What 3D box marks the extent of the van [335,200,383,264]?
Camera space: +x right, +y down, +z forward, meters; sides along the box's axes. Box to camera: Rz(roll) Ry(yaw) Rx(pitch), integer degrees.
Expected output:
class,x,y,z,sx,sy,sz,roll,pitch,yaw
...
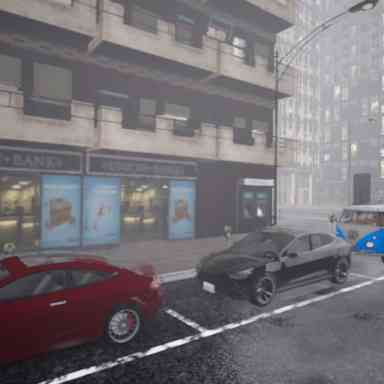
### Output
class,x,y,z,sx,sy,sz,roll,pitch,yaw
van,6.542,1.328,11.368,3.998,1.788,1.690,0,1,-35

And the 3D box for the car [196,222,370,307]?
class,x,y,z,sx,sy,sz,roll,pitch,yaw
car,2.127,1.559,8.017,4.313,1.339,1.947,0,1,-35

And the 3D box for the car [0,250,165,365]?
class,x,y,z,sx,sy,sz,roll,pitch,yaw
car,-2.384,1.582,4.801,4.206,1.307,1.802,0,1,-35

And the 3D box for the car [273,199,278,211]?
class,x,y,z,sx,sy,sz,roll,pitch,yaw
car,7.446,1.120,39.189,2.150,2.045,5.566,1,-1,-35
